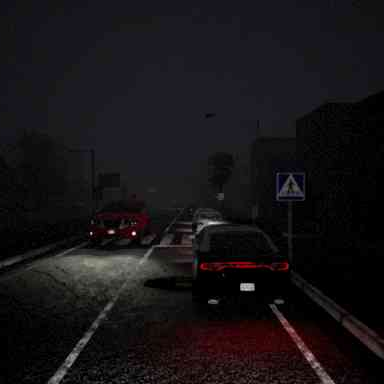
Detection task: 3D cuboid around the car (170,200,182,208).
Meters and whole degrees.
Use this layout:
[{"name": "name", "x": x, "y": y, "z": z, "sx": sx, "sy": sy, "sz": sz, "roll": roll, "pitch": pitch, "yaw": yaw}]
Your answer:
[{"name": "car", "x": -3.329, "y": 2.870, "z": 75.363, "sx": 1.882, "sy": 1.535, "sz": 5.008, "roll": 0, "pitch": -1, "yaw": 0}]

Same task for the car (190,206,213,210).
[{"name": "car", "x": 0.931, "y": 1.718, "z": 18.244, "sx": 1.812, "sy": 1.442, "sz": 4.674, "roll": 0, "pitch": -1, "yaw": 0}]

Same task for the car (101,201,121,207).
[{"name": "car", "x": -22.011, "y": 3.186, "z": 90.939, "sx": 5.008, "sy": 1.535, "sz": 2.097, "roll": 0, "pitch": -1, "yaw": 0}]

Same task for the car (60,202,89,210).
[{"name": "car", "x": -22.021, "y": 2.615, "z": 62.459, "sx": 4.674, "sy": 1.452, "sz": 2.002, "roll": 0, "pitch": -1, "yaw": 0}]

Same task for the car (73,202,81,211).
[{"name": "car", "x": -22.019, "y": 2.440, "z": 56.040, "sx": 4.892, "sy": 1.521, "sz": 2.231, "roll": 0, "pitch": -1, "yaw": 0}]

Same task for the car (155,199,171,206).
[{"name": "car", "x": -8.930, "y": 3.255, "z": 93.700, "sx": 4.892, "sy": 1.521, "sz": 2.231, "roll": 0, "pitch": -1, "yaw": 0}]

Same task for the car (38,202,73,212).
[{"name": "car", "x": -22.022, "y": 2.409, "z": 52.764, "sx": 4.674, "sy": 1.452, "sz": 2.002, "roll": 0, "pitch": -1, "yaw": 0}]

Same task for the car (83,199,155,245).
[{"name": "car", "x": -3.386, "y": 1.386, "z": 16.746, "sx": 2.150, "sy": 2.045, "sz": 5.566, "roll": 0, "pitch": -1, "yaw": 0}]

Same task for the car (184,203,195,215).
[{"name": "car", "x": -0.045, "y": 2.332, "z": 45.468, "sx": 1.994, "sy": 1.385, "sz": 4.181, "roll": 0, "pitch": -1, "yaw": 0}]

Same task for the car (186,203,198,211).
[{"name": "car", "x": -0.071, "y": 2.598, "z": 58.983, "sx": 2.033, "sy": 1.411, "sz": 5.357, "roll": 0, "pitch": -1, "yaw": 0}]

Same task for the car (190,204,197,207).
[{"name": "car", "x": 0.923, "y": 1.845, "z": 24.248, "sx": 1.812, "sy": 1.442, "sz": 4.674, "roll": 0, "pitch": -1, "yaw": 0}]

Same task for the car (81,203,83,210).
[{"name": "car", "x": -22.029, "y": 2.508, "z": 59.312, "sx": 5.008, "sy": 1.535, "sz": 2.097, "roll": 0, "pitch": -1, "yaw": 0}]

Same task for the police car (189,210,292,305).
[{"name": "police car", "x": 0.951, "y": 1.465, "z": 8.343, "sx": 1.930, "sy": 1.638, "sz": 5.238, "roll": 0, "pitch": -1, "yaw": 0}]
